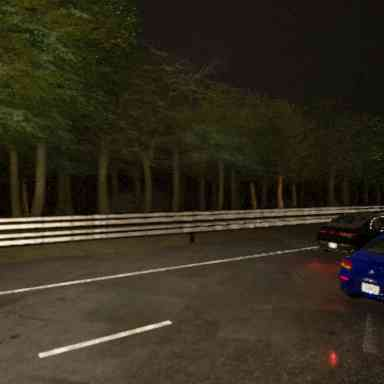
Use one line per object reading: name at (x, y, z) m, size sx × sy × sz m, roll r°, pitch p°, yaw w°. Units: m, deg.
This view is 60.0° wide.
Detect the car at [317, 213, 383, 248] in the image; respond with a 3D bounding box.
car at (6.773, 1.557, 12.579) m, size 4.892 × 1.490 × 1.837 m, roll 0°, pitch 0°, yaw -34°

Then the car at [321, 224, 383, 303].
car at (5.072, 1.561, 7.214) m, size 4.674 × 1.442 × 1.812 m, roll 0°, pitch 0°, yaw -34°
